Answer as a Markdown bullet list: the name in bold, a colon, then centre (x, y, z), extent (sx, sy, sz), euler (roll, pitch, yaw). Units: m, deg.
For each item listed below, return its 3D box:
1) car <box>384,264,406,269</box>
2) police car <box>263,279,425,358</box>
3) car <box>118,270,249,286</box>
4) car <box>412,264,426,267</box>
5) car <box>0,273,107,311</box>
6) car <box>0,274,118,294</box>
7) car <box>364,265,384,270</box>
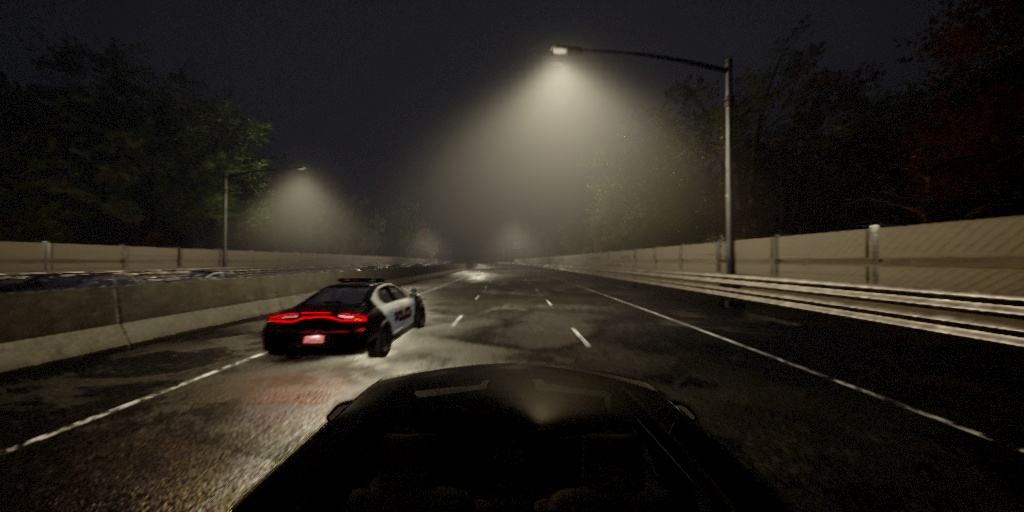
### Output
- **car**: centre (-18.382, 2.007, 57.396), extent (1.882, 1.535, 5.008), euler (0, -1, -1)
- **police car**: centre (-3.526, 1.333, 8.786), extent (2.038, 1.542, 4.974), euler (0, -1, 0)
- **car**: centre (-14.156, 1.422, 16.403), extent (2.128, 1.511, 4.902), euler (0, -1, 0)
- **car**: centre (-14.901, 2.003, 57.744), extent (1.882, 1.535, 5.008), euler (0, -1, -1)
- **car**: centre (-21.153, 1.503, 15.763), extent (1.994, 1.385, 4.181), euler (0, -1, 0)
- **car**: centre (-17.649, 1.470, 15.120), extent (2.033, 1.411, 5.357), euler (0, -1, 0)
- **car**: centre (-21.869, 2.086, 57.260), extent (2.033, 1.411, 5.357), euler (0, -1, -1)
